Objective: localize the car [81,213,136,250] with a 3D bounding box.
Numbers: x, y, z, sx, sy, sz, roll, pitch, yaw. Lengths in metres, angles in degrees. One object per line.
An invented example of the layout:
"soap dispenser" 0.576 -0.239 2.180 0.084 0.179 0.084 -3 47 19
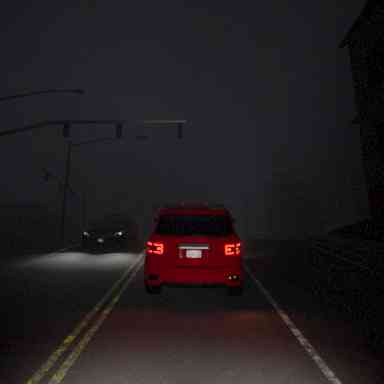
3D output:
"car" -3.626 1.717 15.500 1.812 1.442 4.674 0 -2 0

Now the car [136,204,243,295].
"car" 0.067 1.346 9.221 2.150 2.045 5.566 1 -1 1
